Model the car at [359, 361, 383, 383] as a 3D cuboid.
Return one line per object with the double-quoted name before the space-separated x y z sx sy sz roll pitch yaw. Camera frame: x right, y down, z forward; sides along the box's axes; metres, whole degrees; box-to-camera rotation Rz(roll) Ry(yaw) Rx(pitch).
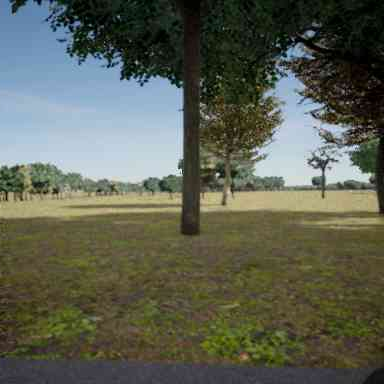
"car" 3.523 1.486 1.896 4.892 1.490 1.837 0 0 4
